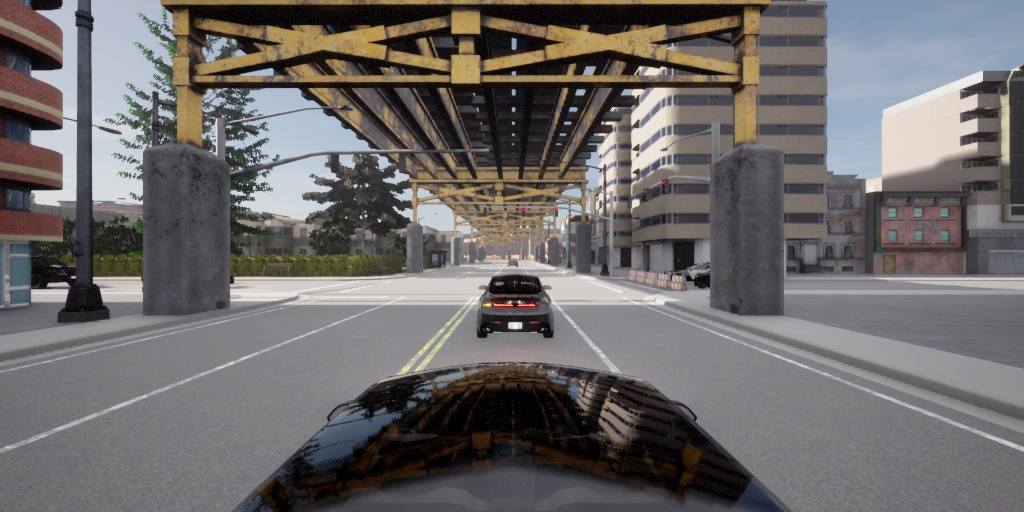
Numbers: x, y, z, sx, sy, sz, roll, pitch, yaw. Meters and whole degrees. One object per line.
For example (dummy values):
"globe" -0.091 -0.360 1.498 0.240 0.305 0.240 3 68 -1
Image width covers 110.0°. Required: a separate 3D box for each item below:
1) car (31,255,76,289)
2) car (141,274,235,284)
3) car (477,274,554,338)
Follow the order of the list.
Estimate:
"car" -30.046 0.971 22.336 5.566 2.045 2.150 0 0 0
"car" -20.032 1.255 22.275 4.892 1.490 1.837 0 0 0
"car" 0.088 1.255 10.160 1.837 1.490 4.892 0 0 0
